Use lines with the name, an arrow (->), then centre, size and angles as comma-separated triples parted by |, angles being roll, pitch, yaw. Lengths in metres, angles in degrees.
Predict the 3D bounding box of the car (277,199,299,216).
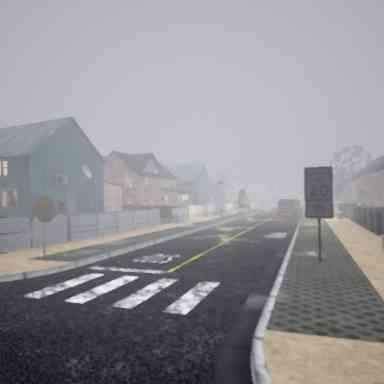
car -> 12.085, 1.934, 42.304 | 2.150, 2.045, 5.566 | -1, -1, 19
